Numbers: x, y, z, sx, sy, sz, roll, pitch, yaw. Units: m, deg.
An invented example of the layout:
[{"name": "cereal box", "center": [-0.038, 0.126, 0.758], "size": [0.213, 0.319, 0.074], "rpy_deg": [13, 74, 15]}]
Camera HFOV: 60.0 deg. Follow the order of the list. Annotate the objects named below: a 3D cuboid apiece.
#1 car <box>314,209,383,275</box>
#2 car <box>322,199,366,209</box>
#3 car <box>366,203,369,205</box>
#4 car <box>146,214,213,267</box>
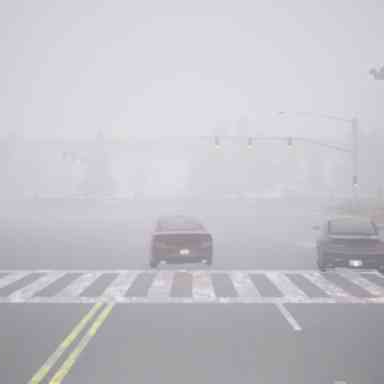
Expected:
[{"name": "car", "center": [5.040, 1.531, 10.679], "size": [1.837, 1.490, 4.892], "rpy_deg": [-2, 0, 22]}, {"name": "car", "center": [16.611, 1.585, 36.020], "size": [4.892, 1.490, 1.837], "rpy_deg": [0, 0, 0]}, {"name": "car", "center": [18.009, 1.629, 29.014], "size": [4.181, 1.385, 1.994], "rpy_deg": [0, 0, 0]}, {"name": "car", "center": [-0.568, 1.504, 11.656], "size": [1.882, 1.535, 5.008], "rpy_deg": [0, 0, -8]}]
